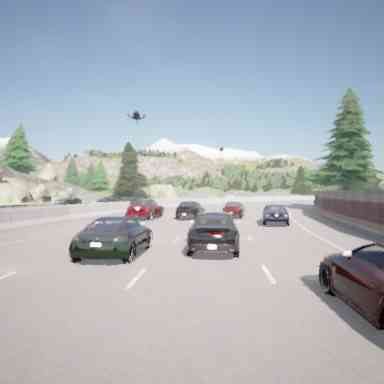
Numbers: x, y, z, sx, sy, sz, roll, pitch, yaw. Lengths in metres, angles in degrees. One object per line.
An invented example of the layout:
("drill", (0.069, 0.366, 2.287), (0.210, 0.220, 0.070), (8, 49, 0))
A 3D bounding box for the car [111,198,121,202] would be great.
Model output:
("car", (-10.685, 1.477, 54.936), (2.128, 1.511, 4.902), (0, 0, 21))

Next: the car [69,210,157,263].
("car", (-2.729, 1.559, 12.003), (1.994, 1.385, 4.181), (0, 0, 5))

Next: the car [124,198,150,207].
("car", (-8.415, 1.594, 51.072), (1.895, 1.301, 4.718), (0, 0, 20))

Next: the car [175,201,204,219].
("car", (-0.109, 1.522, 28.783), (1.837, 1.490, 4.892), (0, 0, 12))

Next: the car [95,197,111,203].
("car", (-14.280, 1.532, 55.342), (1.994, 1.385, 4.181), (0, 0, 21))

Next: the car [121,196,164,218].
("car", (-3.839, 1.352, 28.012), (2.097, 1.767, 4.553), (0, 0, 11))

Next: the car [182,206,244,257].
("car", (0.892, 1.517, 13.094), (1.837, 1.490, 4.892), (0, 0, 6))

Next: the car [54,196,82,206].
("car", (-19.252, 1.436, 51.812), (2.128, 1.511, 4.902), (0, 0, 19))

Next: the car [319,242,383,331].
("car", (3.849, 1.585, 6.029), (1.994, 1.385, 4.181), (0, 0, 3))

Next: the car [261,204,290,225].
("car", (6.066, 1.590, 24.390), (2.033, 1.411, 5.357), (0, 0, 11))

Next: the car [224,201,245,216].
("car", (3.806, 1.562, 30.269), (1.812, 1.442, 4.674), (0, 0, 13))
